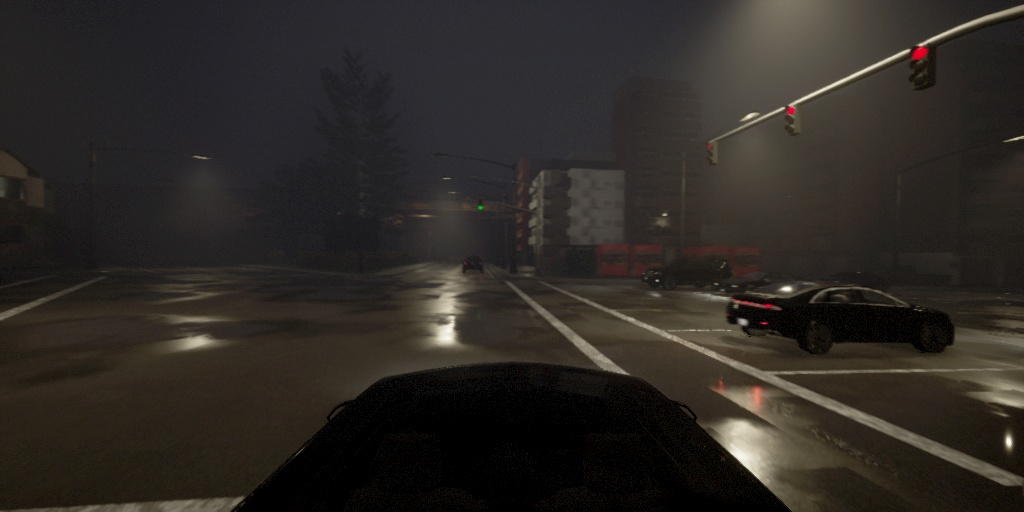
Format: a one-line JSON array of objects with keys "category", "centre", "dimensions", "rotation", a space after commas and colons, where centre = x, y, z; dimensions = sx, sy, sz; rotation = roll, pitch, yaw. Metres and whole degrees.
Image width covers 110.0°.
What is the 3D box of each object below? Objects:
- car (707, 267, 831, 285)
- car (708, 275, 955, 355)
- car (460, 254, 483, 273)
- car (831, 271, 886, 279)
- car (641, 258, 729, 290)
[{"category": "car", "centre": [14.136, 1.540, 19.880], "dimensions": [5.357, 1.411, 2.033], "rotation": [1, 0, -7]}, {"category": "car", "centre": [7.745, 1.376, 8.602], "dimensions": [4.902, 1.511, 2.128], "rotation": [2, 0, -7]}, {"category": "car", "centre": [-4.147, 0.787, 38.104], "dimensions": [2.097, 1.767, 4.553], "rotation": [1, 0, -6]}, {"category": "car", "centre": [23.067, 1.756, 24.450], "dimensions": [4.674, 1.442, 1.812], "rotation": [2, 0, -7]}, {"category": "car", "centre": [11.247, 1.118, 23.056], "dimensions": [5.566, 2.045, 2.150], "rotation": [1, 0, -7]}]
